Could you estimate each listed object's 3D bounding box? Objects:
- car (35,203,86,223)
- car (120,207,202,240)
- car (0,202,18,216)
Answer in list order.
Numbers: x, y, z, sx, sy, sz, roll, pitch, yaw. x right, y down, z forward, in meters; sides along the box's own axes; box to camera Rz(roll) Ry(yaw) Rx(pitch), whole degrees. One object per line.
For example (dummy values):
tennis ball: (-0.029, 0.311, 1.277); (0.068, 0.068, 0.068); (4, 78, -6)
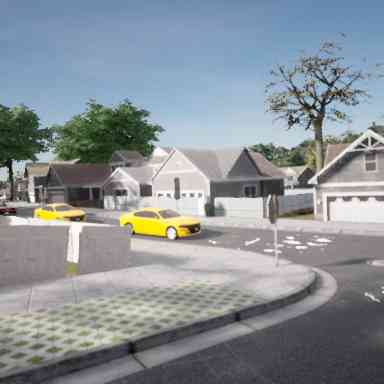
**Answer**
car: (-9.772, 1.615, 24.569); (5.008, 1.535, 1.882); (1, 4, 41)
car: (-1.794, 1.615, 18.299); (5.008, 1.535, 1.882); (0, 3, 36)
car: (-19.037, 1.706, 33.115); (1.895, 1.301, 4.718); (-5, 3, -45)
